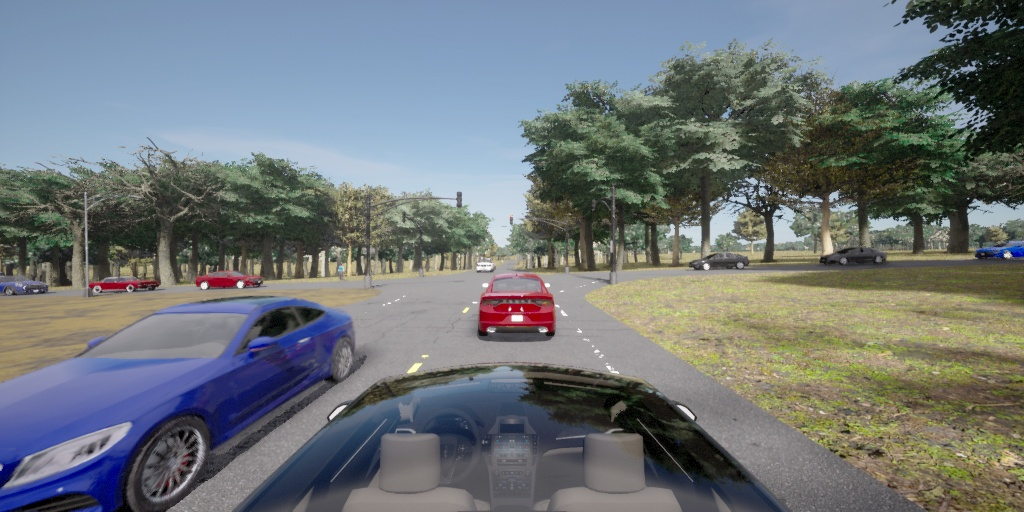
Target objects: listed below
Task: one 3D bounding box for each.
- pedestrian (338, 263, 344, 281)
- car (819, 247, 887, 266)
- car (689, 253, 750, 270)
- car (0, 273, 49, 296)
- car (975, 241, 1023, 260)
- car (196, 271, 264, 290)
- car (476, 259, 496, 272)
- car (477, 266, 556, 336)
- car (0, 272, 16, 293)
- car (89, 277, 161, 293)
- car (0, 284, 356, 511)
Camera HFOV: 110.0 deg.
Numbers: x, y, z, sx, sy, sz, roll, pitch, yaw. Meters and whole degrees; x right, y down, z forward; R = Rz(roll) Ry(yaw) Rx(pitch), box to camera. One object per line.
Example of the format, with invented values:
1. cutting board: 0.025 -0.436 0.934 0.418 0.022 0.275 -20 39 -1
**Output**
1. pedestrian: -17.920 1.667 37.525 0.375 1.860 0.375 0 1 3
2. car: 29.953 0.026 31.599 4.892 1.490 1.837 -3 -1 2
3. car: 18.453 0.481 32.079 4.892 1.490 1.837 -2 -1 2
4. car: -43.333 2.502 31.085 4.553 1.767 2.097 -2 -1 3
5. car: 43.364 -0.508 31.020 5.008 1.535 1.882 -3 -1 3
6. car: -23.694 1.975 30.176 5.008 1.535 1.882 -2 -1 2
7. car: -3.932 1.394 52.972 2.150 2.045 5.566 0 -1 1
8. car: 0.125 1.230 10.409 1.882 1.535 5.008 0 0 0
9. car: -52.827 2.701 35.187 5.566 2.045 2.150 -2 -1 3
10. car: -33.052 2.417 30.595 4.718 1.301 1.895 -2 -1 3
11. car: -3.583 1.276 4.424 1.812 1.442 4.674 0 0 0
